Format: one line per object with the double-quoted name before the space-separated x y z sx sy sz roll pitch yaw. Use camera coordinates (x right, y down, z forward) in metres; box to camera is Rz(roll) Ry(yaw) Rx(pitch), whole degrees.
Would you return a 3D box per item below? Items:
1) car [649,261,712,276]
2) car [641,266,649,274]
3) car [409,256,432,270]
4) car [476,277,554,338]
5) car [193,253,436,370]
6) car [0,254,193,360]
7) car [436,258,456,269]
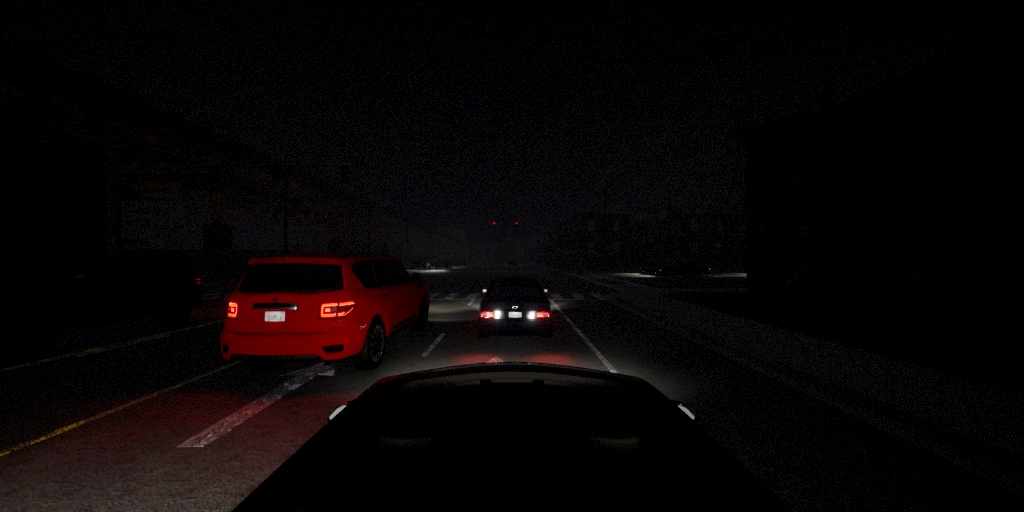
"car" 17.006 1.297 35.903 5.357 1.411 2.033 0 0 0
"car" 17.113 1.297 39.387 5.357 1.411 2.033 0 0 2
"car" -14.059 0.971 55.623 2.150 2.045 5.566 0 0 0
"car" 0.085 1.297 10.146 2.033 1.411 5.357 0 0 0
"car" -3.424 0.971 7.893 2.150 2.045 5.566 0 0 0
"car" -10.589 0.971 8.703 2.150 2.045 5.566 0 0 0
"car" -10.563 1.241 55.415 2.128 1.511 4.902 0 0 0
